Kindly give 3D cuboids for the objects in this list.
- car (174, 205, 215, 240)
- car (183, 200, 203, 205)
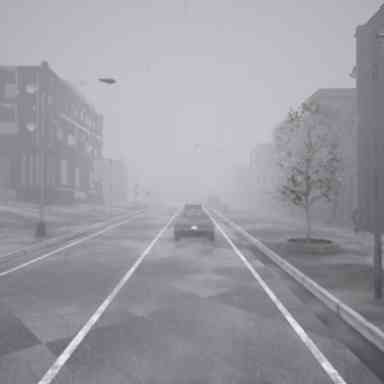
[{"bbox_3d":[0.110,1.621,17.365,1.994,1.385,4.181,0,0,0],"label":"car"},{"bbox_3d":[0.118,1.601,35.258,1.882,1.535,5.008,0,0,0],"label":"car"}]
